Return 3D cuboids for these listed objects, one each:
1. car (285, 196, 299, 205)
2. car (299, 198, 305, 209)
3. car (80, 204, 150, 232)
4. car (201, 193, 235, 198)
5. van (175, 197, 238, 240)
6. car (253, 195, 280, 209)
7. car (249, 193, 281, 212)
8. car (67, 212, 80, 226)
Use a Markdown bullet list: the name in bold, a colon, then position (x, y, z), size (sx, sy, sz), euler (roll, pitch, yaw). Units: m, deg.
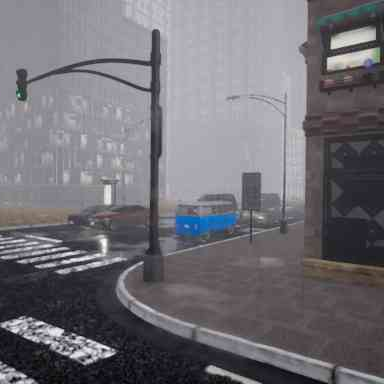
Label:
- **car**: position (16.305, 1.361, 53.309), size (1.752, 1.417, 4.829), euler (1, 1, 35)
- **car**: position (15.618, 1.461, 42.433), size (1.812, 1.442, 4.674), euler (1, 1, 36)
- **car**: position (-4.066, 1.464, 20.120), size (1.812, 1.442, 4.674), euler (1, 1, 37)
- **car**: position (1.883, 1.140, 28.499), size (2.150, 2.045, 5.566), euler (1, 1, 36)
- **van**: position (0.828, 1.367, 17.011), size (1.690, 1.788, 3.998), euler (1, 1, 35)
- **car**: position (10.000, 1.290, 44.422), size (1.967, 1.590, 4.097), euler (1, 1, 35)
- **car**: position (8.075, 1.122, 37.202), size (2.150, 2.045, 5.566), euler (1, 1, 36)
- **car**: position (-6.009, 1.464, 21.864), size (1.947, 1.339, 4.313), euler (1, 1, 35)
